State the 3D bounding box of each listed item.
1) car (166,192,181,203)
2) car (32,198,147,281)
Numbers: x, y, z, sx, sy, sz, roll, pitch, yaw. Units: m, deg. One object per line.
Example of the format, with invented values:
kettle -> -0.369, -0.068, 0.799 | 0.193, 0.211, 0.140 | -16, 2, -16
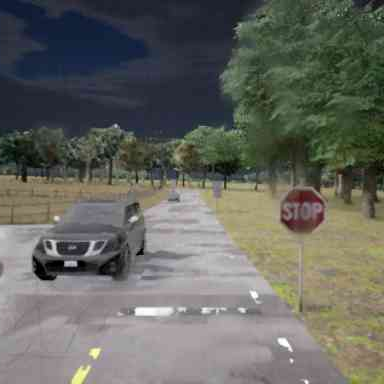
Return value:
car -> -2.744, 0.800, 49.576 | 1.837, 1.490, 4.892 | 0, 2, 0
car -> -2.740, 1.239, 10.289 | 2.150, 2.045, 5.566 | 0, 1, 0
